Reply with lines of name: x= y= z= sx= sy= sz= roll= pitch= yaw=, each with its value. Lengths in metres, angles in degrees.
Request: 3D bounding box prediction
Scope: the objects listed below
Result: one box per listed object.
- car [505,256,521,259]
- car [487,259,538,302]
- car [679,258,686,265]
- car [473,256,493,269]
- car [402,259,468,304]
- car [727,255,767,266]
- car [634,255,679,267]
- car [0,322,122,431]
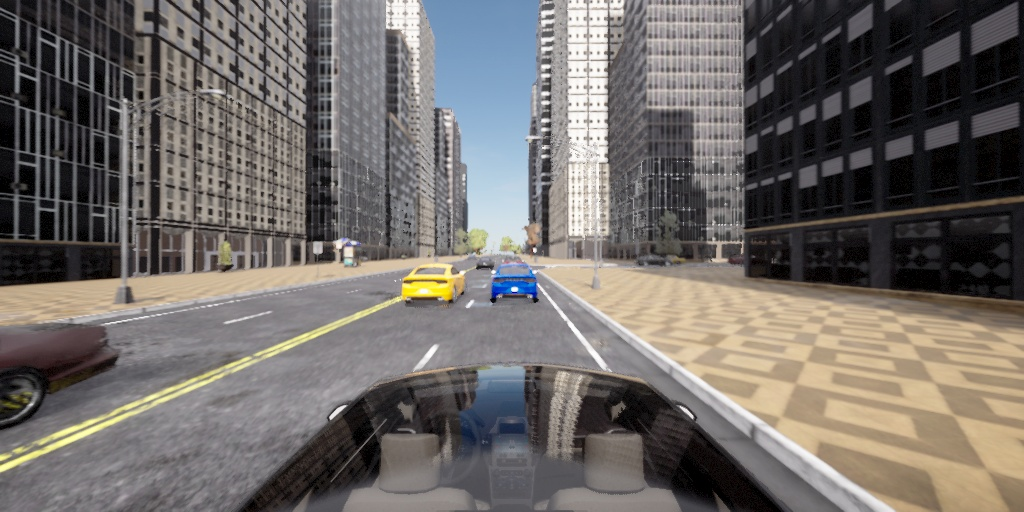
car: x=0.102 y=0.747 z=33.735 sx=2.097 sy=1.767 sz=4.553 roll=0 pitch=1 yaw=0
car: x=0.101 y=1.070 z=15.964 sx=1.882 sy=1.535 sz=5.008 roll=0 pitch=1 yaw=0
car: x=21.974 y=0.537 z=50.735 sx=4.829 sy=1.417 sz=1.751 roll=0 pitch=0 yaw=-1
car: x=-3.154 y=0.834 z=43.357 sx=1.994 sy=1.385 sz=4.181 roll=-1 pitch=1 yaw=0
car: x=-3.150 y=1.079 z=15.272 sx=1.882 sy=1.535 sz=5.008 roll=0 pitch=1 yaw=0
car: x=27.810 y=0.495 z=42.428 sx=4.207 sy=1.307 sz=1.802 roll=0 pitch=0 yaw=-1
car: x=16.692 y=0.575 z=42.286 sx=4.403 sy=1.370 sz=2.007 roll=0 pitch=0 yaw=-1
car: x=-6.602 y=1.289 z=2.746 sx=2.033 sy=1.411 sz=5.357 roll=0 pitch=1 yaw=0
